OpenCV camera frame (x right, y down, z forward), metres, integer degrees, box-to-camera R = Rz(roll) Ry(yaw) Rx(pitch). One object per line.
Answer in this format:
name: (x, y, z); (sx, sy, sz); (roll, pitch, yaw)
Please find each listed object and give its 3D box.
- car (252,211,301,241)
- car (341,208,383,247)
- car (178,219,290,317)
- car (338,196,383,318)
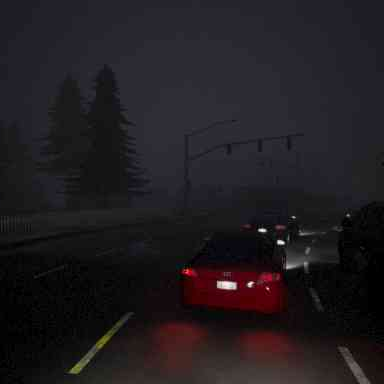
car: (3.792, 1.564, 15.589); (1.994, 1.385, 4.181); (0, 0, 26)
car: (8.371, 1.564, 15.849); (1.994, 1.385, 4.181); (0, 0, 28)
car: (1.130, 1.564, 7.620); (1.994, 1.385, 4.181); (0, 0, 15)
car: (4.707, 1.221, 7.259); (2.150, 2.045, 5.566); (0, 0, 15)
